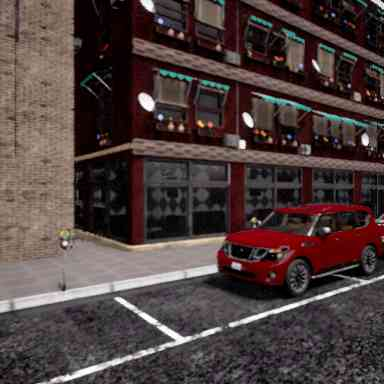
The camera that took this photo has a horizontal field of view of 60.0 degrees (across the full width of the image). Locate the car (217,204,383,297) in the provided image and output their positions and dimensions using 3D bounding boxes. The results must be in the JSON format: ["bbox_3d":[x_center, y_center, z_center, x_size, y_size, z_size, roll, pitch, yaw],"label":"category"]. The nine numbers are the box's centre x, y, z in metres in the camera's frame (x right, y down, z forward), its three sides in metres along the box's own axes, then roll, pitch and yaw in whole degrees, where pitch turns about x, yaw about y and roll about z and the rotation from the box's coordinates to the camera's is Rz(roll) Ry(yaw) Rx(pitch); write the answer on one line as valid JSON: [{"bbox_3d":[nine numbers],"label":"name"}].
[{"bbox_3d":[3.018,1.287,8.710,5.009,1.841,2.192,0,0,-35],"label":"car"}]
